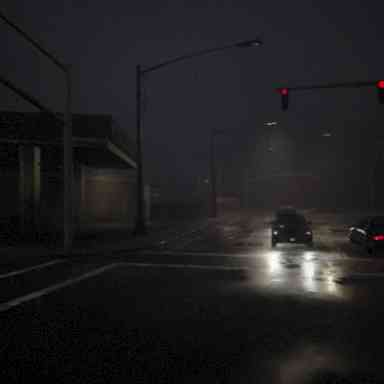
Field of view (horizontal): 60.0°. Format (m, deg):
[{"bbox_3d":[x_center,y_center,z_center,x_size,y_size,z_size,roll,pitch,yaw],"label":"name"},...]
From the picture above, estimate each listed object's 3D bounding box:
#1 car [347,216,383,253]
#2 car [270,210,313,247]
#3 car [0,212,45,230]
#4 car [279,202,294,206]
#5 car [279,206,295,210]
[{"bbox_3d":[8.179,1.769,14.460,2.033,1.411,5.357,-1,-1,15],"label":"car"},{"bbox_3d":[5.017,1.853,16.892,1.812,1.442,4.674,-1,-1,15],"label":"car"},{"bbox_3d":[-13.925,2.305,26.705,3.806,1.475,1.970,-1,-1,17],"label":"car"},{"bbox_3d":[14.110,2.306,49.667,2.097,1.767,4.553,-1,-1,16],"label":"car"},{"bbox_3d":[8.329,2.160,28.981,1.895,1.301,4.718,-1,-1,15],"label":"car"}]
